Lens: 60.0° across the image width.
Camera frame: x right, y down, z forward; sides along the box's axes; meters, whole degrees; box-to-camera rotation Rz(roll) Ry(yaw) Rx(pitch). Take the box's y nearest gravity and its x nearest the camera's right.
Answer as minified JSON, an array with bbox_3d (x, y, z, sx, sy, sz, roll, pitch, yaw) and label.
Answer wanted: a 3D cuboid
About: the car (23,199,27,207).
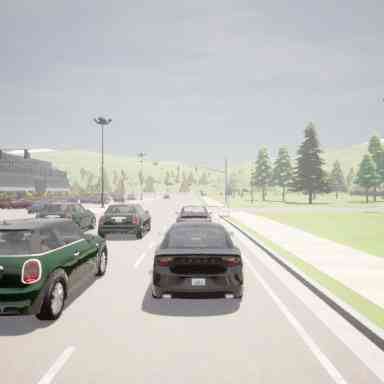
[{"bbox_3d":[-15.475,1.525,34.829,1.812,1.442,4.674,0,0,-2],"label":"car"}]

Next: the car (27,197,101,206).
[{"bbox_3d":[-6.915,1.352,18.553,2.097,1.767,4.553,0,0,0],"label":"car"}]

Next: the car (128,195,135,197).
[{"bbox_3d":[-16.124,1.524,88.189,1.812,1.442,4.674,0,0,0],"label":"car"}]

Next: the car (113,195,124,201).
[{"bbox_3d":[-19.623,1.500,88.553,1.837,1.490,4.892,0,0,0],"label":"car"}]

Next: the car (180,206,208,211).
[{"bbox_3d":[0.100,1.491,17.917,2.128,1.511,4.902,0,0,0],"label":"car"}]

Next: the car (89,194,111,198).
[{"bbox_3d":[-16.188,1.507,58.732,1.837,1.490,4.892,0,-1,0],"label":"car"}]

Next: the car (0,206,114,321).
[{"bbox_3d":[-3.387,1.352,7.450,2.097,1.767,4.553,0,0,0],"label":"car"}]

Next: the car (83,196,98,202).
[{"bbox_3d":[-23.146,1.552,75.971,1.994,1.385,4.181,0,0,0],"label":"car"}]

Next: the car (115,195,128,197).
[{"bbox_3d":[-16.150,1.552,73.563,1.994,1.385,4.181,0,0,0],"label":"car"}]

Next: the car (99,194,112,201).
[{"bbox_3d":[-23.122,1.355,89.125,2.097,1.767,4.553,0,0,0],"label":"car"}]

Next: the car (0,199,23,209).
[{"bbox_3d":[-22.398,1.600,42.922,1.895,1.301,4.718,0,0,38],"label":"car"}]

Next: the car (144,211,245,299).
[{"bbox_3d":[0.114,1.478,8.499,1.882,1.535,5.008,0,0,0],"label":"car"}]

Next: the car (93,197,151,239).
[{"bbox_3d":[-3.411,1.352,17.573,2.097,1.767,4.553,0,0,0],"label":"car"}]

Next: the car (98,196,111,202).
[{"bbox_3d":[-19.648,1.552,74.876,1.994,1.385,4.181,0,0,0],"label":"car"}]
